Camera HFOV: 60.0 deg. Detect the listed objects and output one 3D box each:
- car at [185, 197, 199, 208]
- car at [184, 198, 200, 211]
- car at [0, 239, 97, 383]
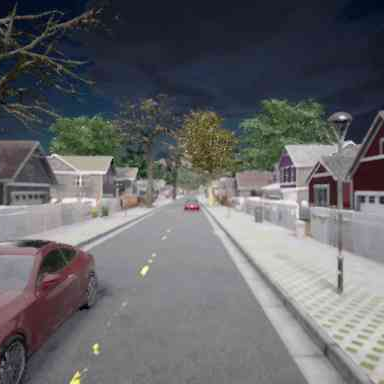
[{"bbox_3d":[0.013,1.632,52.888,2.128,1.511,4.902,0,0,0],"label":"car"},{"bbox_3d":[0.010,1.678,42.886,1.994,1.385,4.181,0,0,0],"label":"car"},{"bbox_3d":[-2.841,1.539,5.157,1.812,1.442,4.674,0,0,0],"label":"car"}]
